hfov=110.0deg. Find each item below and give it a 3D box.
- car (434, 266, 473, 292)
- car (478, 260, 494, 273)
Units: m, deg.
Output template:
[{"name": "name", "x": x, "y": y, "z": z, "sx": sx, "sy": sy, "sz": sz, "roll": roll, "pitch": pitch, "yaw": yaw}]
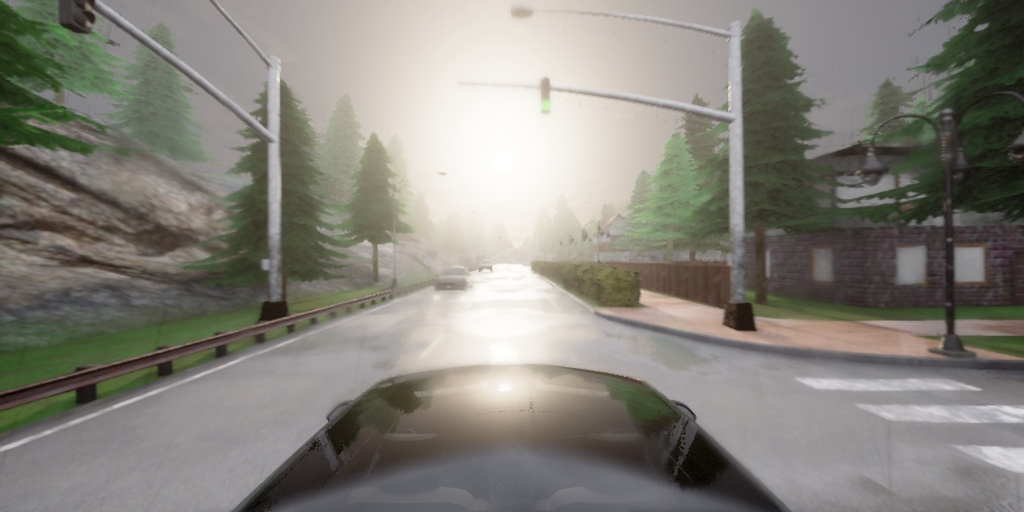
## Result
[{"name": "car", "x": -3.511, "y": 1.415, "z": 22.254, "sx": 1.837, "sy": 1.490, "sz": 4.892, "roll": -1, "pitch": 1, "yaw": 0}, {"name": "car", "x": -3.517, "y": 1.366, "z": 49.062, "sx": 1.837, "sy": 1.490, "sz": 4.892, "roll": -1, "pitch": 0, "yaw": 0}]
